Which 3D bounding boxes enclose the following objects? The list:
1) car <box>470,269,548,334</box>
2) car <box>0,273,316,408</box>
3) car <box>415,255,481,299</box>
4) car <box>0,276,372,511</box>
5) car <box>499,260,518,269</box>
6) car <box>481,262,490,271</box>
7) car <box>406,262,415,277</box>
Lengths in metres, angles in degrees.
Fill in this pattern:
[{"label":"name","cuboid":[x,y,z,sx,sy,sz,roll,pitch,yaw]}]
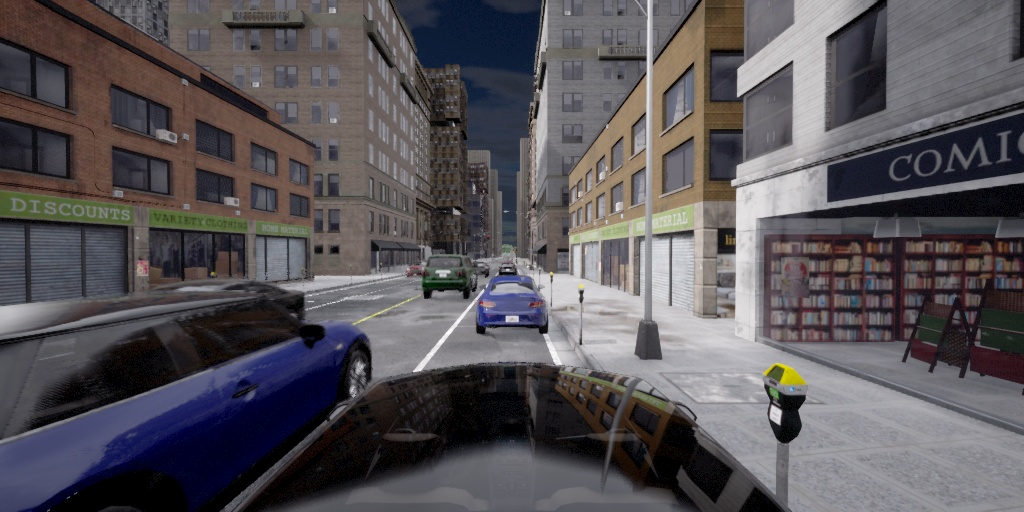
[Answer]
[{"label":"car","cuboid":[0.004,1.274,10.501,1.812,1.442,4.674,0,0,0]},{"label":"car","cuboid":[-6.246,1.226,7.195,1.882,1.535,5.008,0,0,0]},{"label":"car","cuboid":[-3.039,0.967,18.407,2.150,2.045,5.566,0,0,0]},{"label":"car","cuboid":[-3.046,1.101,3.296,2.097,1.767,4.553,0,0,0]},{"label":"car","cuboid":[-0.383,1.315,34.934,1.948,1.339,4.313,0,0,0]},{"label":"car","cuboid":[-3.144,1.275,34.831,1.812,1.442,4.674,0,0,0]},{"label":"car","cuboid":[-8.908,1.189,34.934,1.967,1.591,4.097,0,0,0]}]
